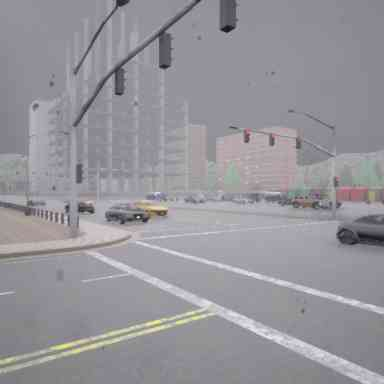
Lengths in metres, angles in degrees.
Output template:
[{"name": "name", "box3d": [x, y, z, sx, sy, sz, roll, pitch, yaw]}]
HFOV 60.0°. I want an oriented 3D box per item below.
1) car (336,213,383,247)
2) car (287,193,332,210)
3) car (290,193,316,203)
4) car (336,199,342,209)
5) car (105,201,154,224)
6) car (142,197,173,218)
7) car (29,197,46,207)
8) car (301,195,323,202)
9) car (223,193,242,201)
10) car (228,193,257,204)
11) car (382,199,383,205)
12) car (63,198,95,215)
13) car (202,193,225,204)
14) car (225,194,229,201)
[{"name": "car", "box3d": [8.007, 1.564, 13.253, 1.994, 1.385, 4.181, 0, 0, -38]}, {"name": "car", "box3d": [14.251, 1.153, 40.269, 1.932, 1.855, 4.605, 0, 0, -35]}, {"name": "car", "box3d": [22.504, 1.153, 67.552, 1.932, 1.855, 4.605, 0, 0, -35]}, {"name": "car", "box3d": [16.645, 1.156, 41.896, 1.905, 1.878, 3.866, 0, 0, -35]}, {"name": "car", "box3d": [-4.871, 1.564, 24.630, 1.994, 1.385, 4.181, 0, 0, -35]}, {"name": "car", "box3d": [-3.887, 1.478, 29.278, 1.882, 1.535, 5.008, 0, 0, -35]}, {"name": "car", "box3d": [-24.076, 1.525, 51.712, 1.812, 1.442, 4.674, 0, 0, -35]}, {"name": "car", "box3d": [24.906, 1.364, 69.173, 1.784, 1.438, 3.905, 0, 0, -35]}, {"name": "car", "box3d": [9.273, 1.153, 76.639, 1.932, 1.855, 4.605, 0, 0, -35]}, {"name": "car", "box3d": [8.763, 1.395, 57.717, 1.970, 1.475, 3.806, 0, 0, -35]}, {"name": "car", "box3d": [32.642, 1.156, 53.263, 1.905, 1.878, 3.866, 0, 0, -35]}, {"name": "car", "box3d": [-11.473, 1.601, 33.891, 1.895, 1.301, 4.718, 0, 0, -35]}, {"name": "car", "box3d": [4.748, 1.395, 73.376, 1.970, 1.475, 3.806, 0, 0, -35]}, {"name": "car", "box3d": [7.111, 1.364, 75.048, 1.784, 1.438, 3.905, 0, 0, -35]}]
